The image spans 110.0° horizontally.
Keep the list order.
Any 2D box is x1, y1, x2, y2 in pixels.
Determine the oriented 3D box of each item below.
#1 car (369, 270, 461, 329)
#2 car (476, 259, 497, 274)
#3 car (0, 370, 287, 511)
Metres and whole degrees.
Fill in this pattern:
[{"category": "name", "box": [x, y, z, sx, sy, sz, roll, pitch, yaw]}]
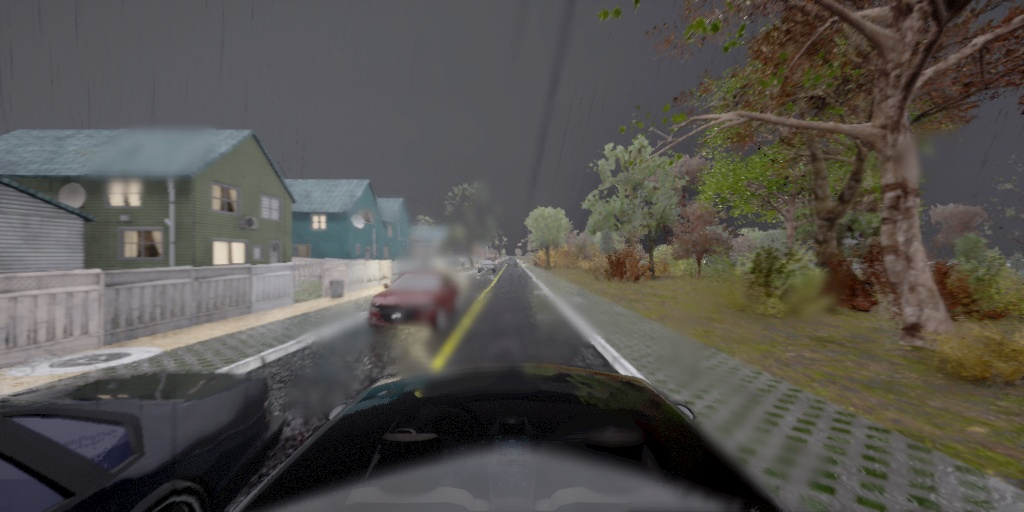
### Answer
[{"category": "car", "box": [-2.838, 1.230, 11.415, 1.882, 1.535, 5.008, 0, 0, 0]}, {"category": "car", "box": [-2.738, 1.088, 39.489, 1.812, 1.442, 4.674, 0, 0, 0]}, {"category": "car", "box": [-2.850, 1.299, 0.676, 2.033, 1.411, 5.357, 0, 0, 0]}]
